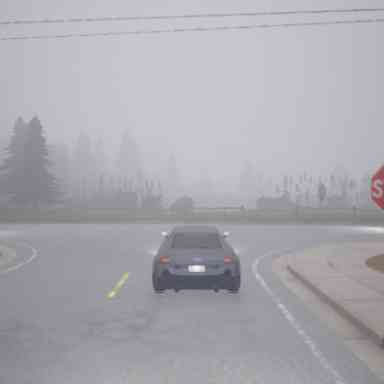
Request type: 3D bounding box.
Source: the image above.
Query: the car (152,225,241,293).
[{"bbox_3d":[0.093,1.554,8.881,1.994,1.385,4.181,0,0,0],"label":"car"}]
